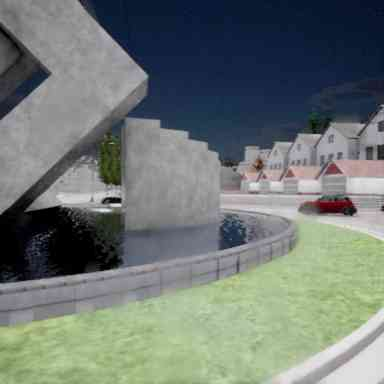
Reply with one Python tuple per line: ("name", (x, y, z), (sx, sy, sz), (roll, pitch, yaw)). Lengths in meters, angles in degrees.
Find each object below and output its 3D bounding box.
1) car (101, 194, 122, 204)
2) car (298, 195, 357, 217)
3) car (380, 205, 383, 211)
("car", (-8.631, 0.941, 40.861), (4.902, 1.511, 2.128), (0, 1, 1))
("car", (11.375, 1.070, 28.077), (4.553, 1.767, 2.097), (0, 1, 21))
("car", (19.722, 1.299, 29.237), (5.357, 1.411, 2.033), (0, 1, 8))
